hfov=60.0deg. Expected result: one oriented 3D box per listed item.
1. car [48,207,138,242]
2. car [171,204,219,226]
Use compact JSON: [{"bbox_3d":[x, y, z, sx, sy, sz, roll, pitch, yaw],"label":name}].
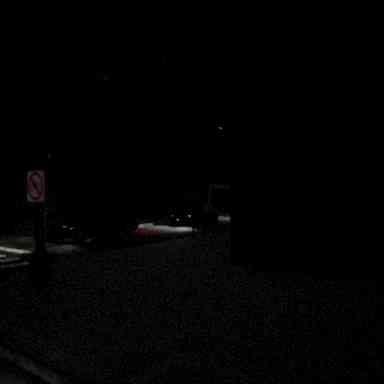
[{"bbox_3d":[-5.038,1.614,17.605,1.882,1.535,5.008,-1,-1,35],"label":"car"},{"bbox_3d":[0.346,1.679,25.153,1.812,1.442,4.674,-1,-1,35],"label":"car"}]
